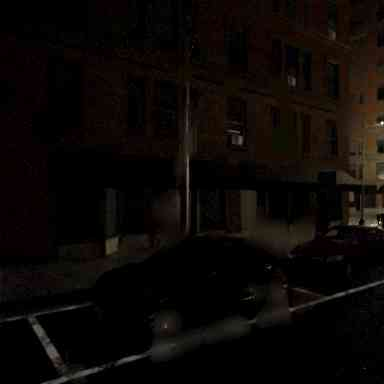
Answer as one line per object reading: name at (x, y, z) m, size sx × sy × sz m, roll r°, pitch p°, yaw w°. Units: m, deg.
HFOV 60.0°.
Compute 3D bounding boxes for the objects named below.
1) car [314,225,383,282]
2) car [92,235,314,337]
car at (4.728, 1.656, 9.888) m, size 4.206 × 1.307 × 1.802 m, roll 1°, pitch 0°, yaw -35°
car at (0.244, 1.596, 6.701) m, size 4.313 × 1.339 × 1.947 m, roll 1°, pitch 0°, yaw -35°
